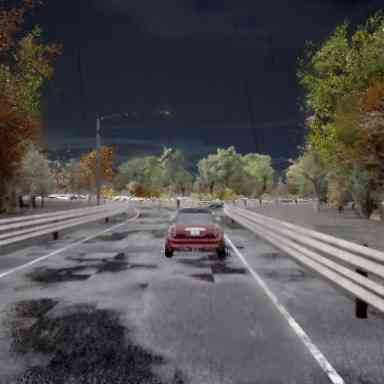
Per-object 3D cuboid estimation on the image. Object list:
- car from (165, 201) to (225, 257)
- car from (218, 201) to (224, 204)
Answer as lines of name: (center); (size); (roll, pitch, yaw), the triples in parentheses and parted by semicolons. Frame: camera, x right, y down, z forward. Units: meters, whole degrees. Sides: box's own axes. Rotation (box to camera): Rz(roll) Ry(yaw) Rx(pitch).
car: (0.108, 1.437, 13.572); (2.097, 1.767, 4.553); (0, 0, 0)
car: (4.114, 2.047, 52.810); (1.895, 1.301, 4.718); (0, -1, 17)
